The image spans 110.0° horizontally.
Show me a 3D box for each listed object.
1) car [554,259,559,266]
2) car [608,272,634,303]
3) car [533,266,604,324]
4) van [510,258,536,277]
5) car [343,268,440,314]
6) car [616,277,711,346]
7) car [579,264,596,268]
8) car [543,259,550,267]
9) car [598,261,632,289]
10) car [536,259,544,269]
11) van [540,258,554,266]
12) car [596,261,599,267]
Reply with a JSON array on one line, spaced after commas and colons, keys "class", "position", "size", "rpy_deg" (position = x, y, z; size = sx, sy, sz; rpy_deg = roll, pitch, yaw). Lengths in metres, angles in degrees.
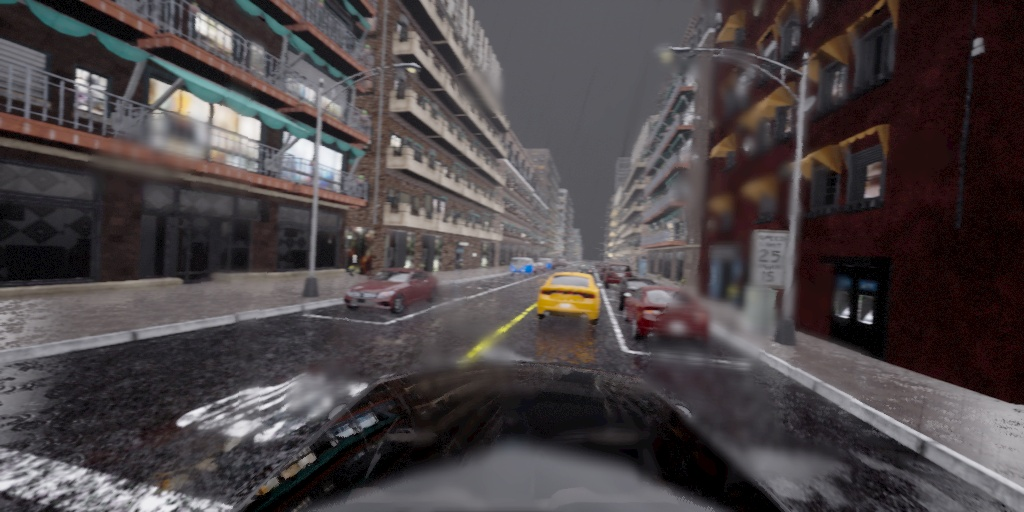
[{"class": "car", "position": [5.706, 1.259, 56.211], "size": [2.192, 1.841, 5.009], "rpy_deg": [0, 0, 12]}, {"class": "car", "position": [5.411, 1.608, 15.657], "size": [1.948, 1.339, 4.313], "rpy_deg": [0, 0, 12]}, {"class": "car", "position": [2.143, 1.324, 12.860], "size": [1.882, 1.535, 5.008], "rpy_deg": [4, 0, 13]}, {"class": "van", "position": [0.909, 1.048, 34.070], "size": [1.690, 1.789, 3.998], "rpy_deg": [0, 0, 12]}, {"class": "car", "position": [-3.864, 1.058, 12.246], "size": [1.802, 1.307, 4.207], "rpy_deg": [0, 0, 12]}, {"class": "car", "position": [4.274, 1.533, 10.459], "size": [1.888, 1.381, 4.507], "rpy_deg": [0, 0, 12]}, {"class": "car", "position": [8.694, 1.767, 42.672], "size": [1.895, 1.301, 4.718], "rpy_deg": [4, 0, 13]}, {"class": "car", "position": [3.326, 1.408, 45.136], "size": [1.802, 1.307, 4.207], "rpy_deg": [0, 0, 12]}, {"class": "car", "position": [7.831, 1.474, 26.722], "size": [2.192, 1.841, 5.009], "rpy_deg": [0, 0, 12]}, {"class": "car", "position": [2.119, 1.349, 39.603], "size": [1.802, 1.307, 4.207], "rpy_deg": [0, 0, 12]}, {"class": "van", "position": [4.524, 1.226, 50.673], "size": [1.690, 1.789, 3.998], "rpy_deg": [0, 0, 12]}, {"class": "car", "position": [10.251, 1.593, 37.789], "size": [2.192, 1.841, 5.009], "rpy_deg": [0, 0, 12]}]
